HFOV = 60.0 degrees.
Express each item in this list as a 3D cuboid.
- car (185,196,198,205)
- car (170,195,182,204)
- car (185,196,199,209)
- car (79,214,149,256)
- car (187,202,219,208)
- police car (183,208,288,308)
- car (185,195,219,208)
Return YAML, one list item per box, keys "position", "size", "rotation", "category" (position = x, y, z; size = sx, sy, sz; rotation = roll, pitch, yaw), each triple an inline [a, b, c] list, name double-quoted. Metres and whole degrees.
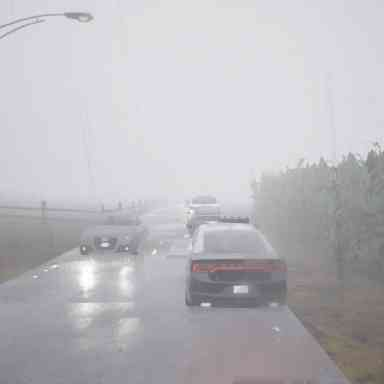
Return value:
- position: [-0.069, 1.452, 59.821]
  size: [2.128, 1.511, 4.902]
  rotation: [0, 0, 0]
  category: "car"
- position: [-2.820, 1.313, 60.163]
  size: [2.097, 1.767, 4.553]
  rotation: [0, 0, 0]
  category: "car"
- position: [-0.013, 1.419, 46.376]
  size: [1.882, 1.535, 5.008]
  rotation: [0, 0, 1]
  category: "car"
- position: [-2.867, 1.554, 12.978]
  size: [1.994, 1.385, 4.181]
  rotation: [0, 0, 0]
  category: "car"
- position: [0.803, 1.490, 18.021]
  size: [1.837, 1.490, 4.892]
  rotation: [0, 0, 0]
  category: "car"
- position: [0.814, 1.420, 8.131]
  size: [1.930, 1.638, 5.238]
  rotation: [0, 0, 0]
  category: "police car"
- position: [0.794, 1.197, 24.050]
  size: [2.150, 2.045, 5.566]
  rotation: [0, 0, 0]
  category: "car"
